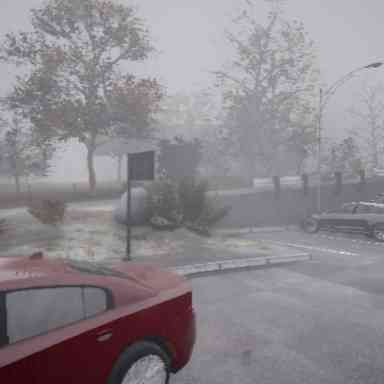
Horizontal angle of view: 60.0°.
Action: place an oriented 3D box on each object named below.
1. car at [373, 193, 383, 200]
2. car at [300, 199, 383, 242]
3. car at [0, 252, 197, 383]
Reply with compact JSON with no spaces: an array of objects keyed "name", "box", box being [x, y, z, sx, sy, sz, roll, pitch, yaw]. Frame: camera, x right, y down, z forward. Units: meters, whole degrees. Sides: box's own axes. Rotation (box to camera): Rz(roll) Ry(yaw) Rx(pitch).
[{"name":"car","box":[10.030,0.936,16.066,2.435,2.045,5.566,-1,1,-43]},{"name":"car","box":[7.256,1.214,14.863,2.163,1.488,4.792,-1,1,-43]},{"name":"car","box":[-2.122,1.371,2.715,1.882,1.535,5.008,1,1,45]}]
